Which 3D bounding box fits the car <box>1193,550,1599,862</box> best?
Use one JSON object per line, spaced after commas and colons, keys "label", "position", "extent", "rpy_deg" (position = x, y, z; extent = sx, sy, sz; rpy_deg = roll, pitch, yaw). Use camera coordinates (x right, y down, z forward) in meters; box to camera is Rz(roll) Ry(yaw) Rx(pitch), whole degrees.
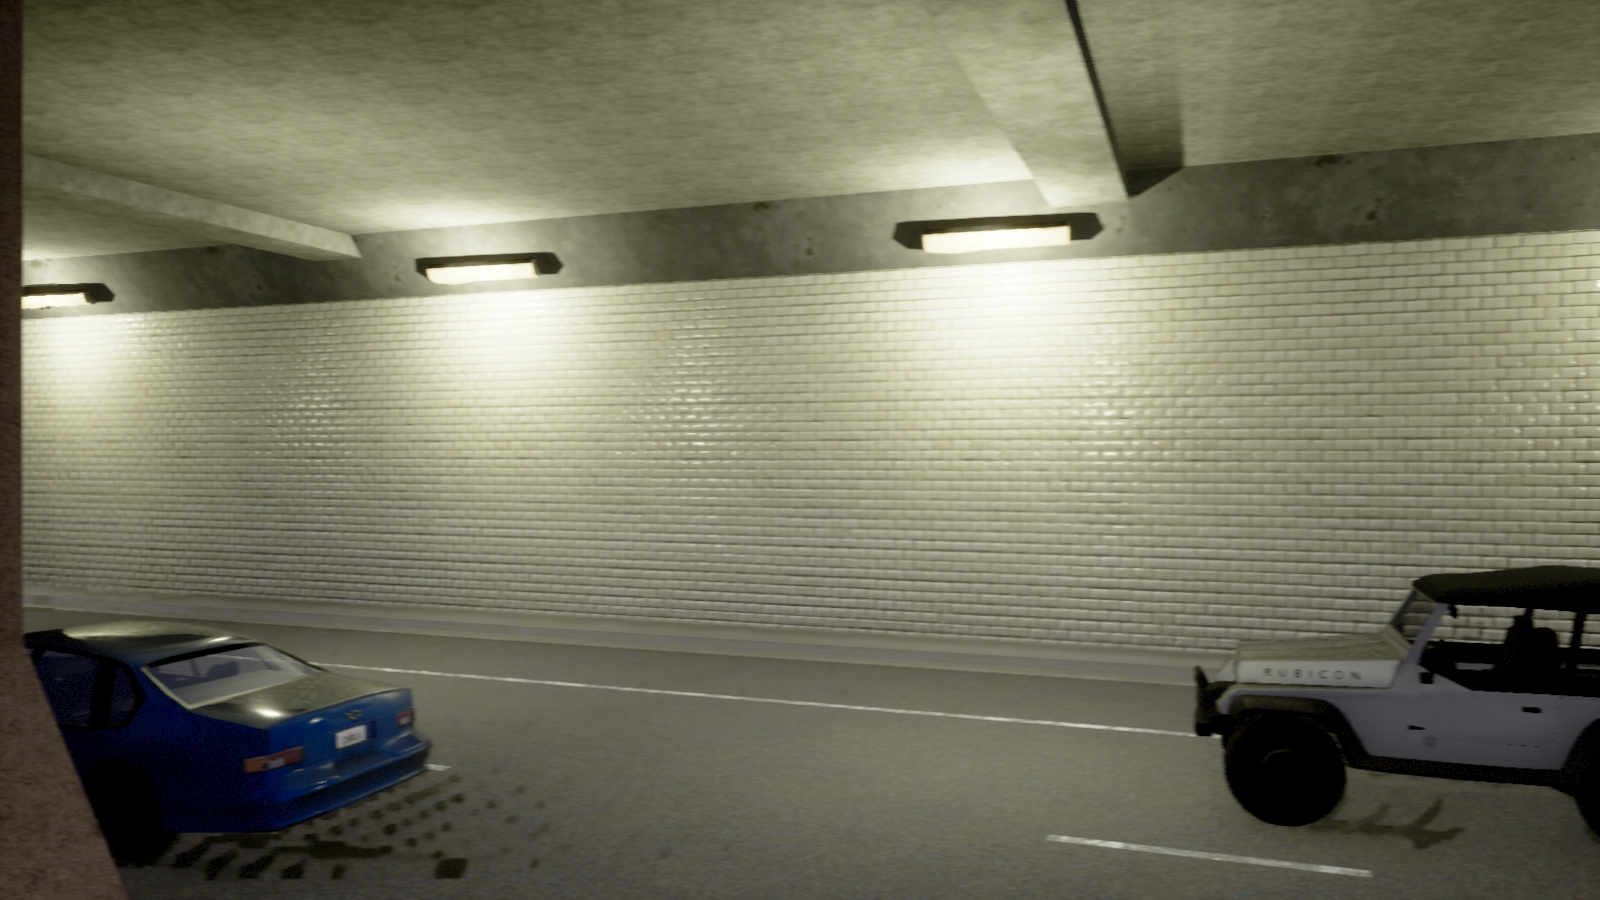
{"label": "car", "position": [5.119, 1.857, 8.885], "extent": [3.866, 1.878, 1.905], "rpy_deg": [0, 0, 20]}

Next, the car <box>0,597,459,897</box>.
{"label": "car", "position": [-5.574, 2.106, 9.050], "extent": [5.357, 1.411, 2.033], "rpy_deg": [0, 0, 20]}
